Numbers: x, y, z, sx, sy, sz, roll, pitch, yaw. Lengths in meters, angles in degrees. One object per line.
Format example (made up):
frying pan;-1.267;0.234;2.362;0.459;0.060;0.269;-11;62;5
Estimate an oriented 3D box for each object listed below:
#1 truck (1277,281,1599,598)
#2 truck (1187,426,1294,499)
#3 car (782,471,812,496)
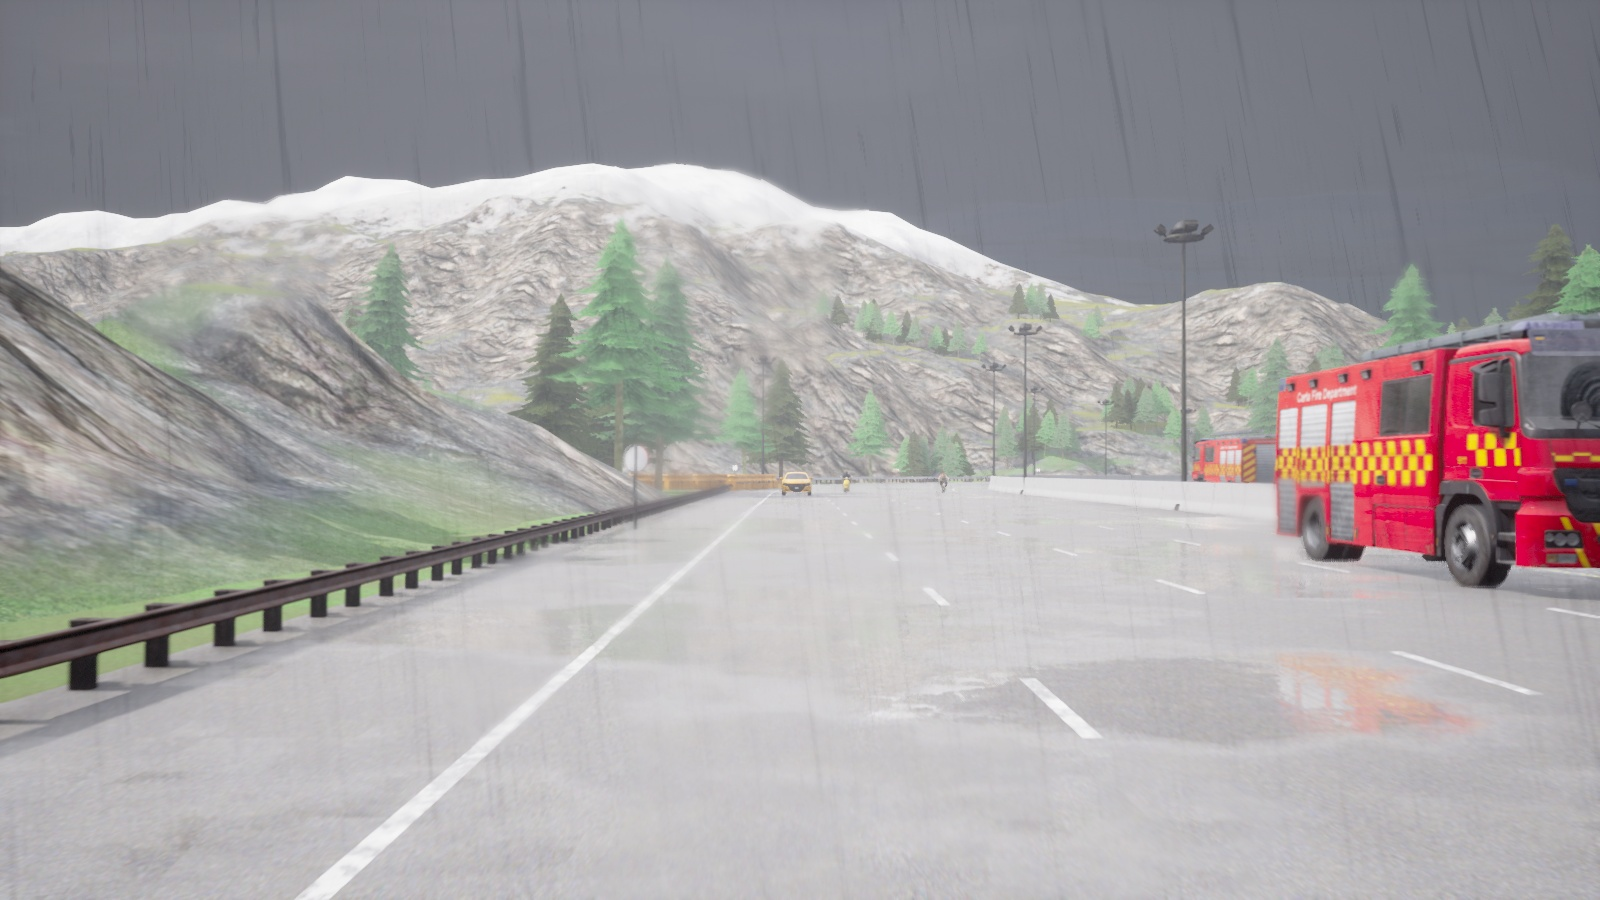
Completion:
truck;10.449;-0.067;19.400;2.891;3.827;8.468;0;-1;0
truck;24.326;0.723;69.882;2.891;3.827;8.468;0;-1;0
car;-0.196;2.145;80.730;1.882;1.535;5.008;0;-1;0
